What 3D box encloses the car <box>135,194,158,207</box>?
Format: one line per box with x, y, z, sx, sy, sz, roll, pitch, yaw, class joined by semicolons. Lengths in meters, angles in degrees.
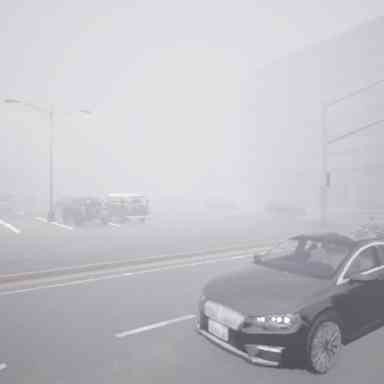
-8.859;1.559;66.069;2.128;1.511;4.902;0;0;-35;car

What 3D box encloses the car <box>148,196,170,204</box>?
-6.930;1.616;69.401;2.033;1.411;5.357;0;0;-35;car

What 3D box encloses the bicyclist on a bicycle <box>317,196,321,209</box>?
16.586;1.371;42.899;1.656;1.620;0.582;0;0;-35;bicyclist on a bicycle

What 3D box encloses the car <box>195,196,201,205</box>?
0.517;1.421;58.951;2.097;1.767;4.553;0;0;-35;car

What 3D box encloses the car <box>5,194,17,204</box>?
-29.605;1.215;53.773;1.905;1.878;3.866;0;0;-35;car

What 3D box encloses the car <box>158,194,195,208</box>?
-2.480;1.287;50.763;2.150;2.045;5.566;0;0;-36;car

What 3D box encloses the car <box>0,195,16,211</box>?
-21.736;1.453;37.946;1.970;1.475;3.806;0;0;-35;car

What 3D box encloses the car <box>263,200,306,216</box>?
9.374;1.592;34.126;1.812;1.442;4.674;0;0;-36;car

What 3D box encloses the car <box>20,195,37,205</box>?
-27.210;1.213;55.398;1.932;1.855;4.605;0;0;-35;car

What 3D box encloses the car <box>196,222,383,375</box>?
2.322;1.493;5.666;4.902;1.511;2.128;0;0;-36;car

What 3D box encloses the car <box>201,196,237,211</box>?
3.616;1.418;42.185;2.097;1.767;4.553;0;0;-35;car

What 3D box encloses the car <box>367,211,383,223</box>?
9.291;1.530;14.987;4.674;1.442;1.812;0;0;-36;car
